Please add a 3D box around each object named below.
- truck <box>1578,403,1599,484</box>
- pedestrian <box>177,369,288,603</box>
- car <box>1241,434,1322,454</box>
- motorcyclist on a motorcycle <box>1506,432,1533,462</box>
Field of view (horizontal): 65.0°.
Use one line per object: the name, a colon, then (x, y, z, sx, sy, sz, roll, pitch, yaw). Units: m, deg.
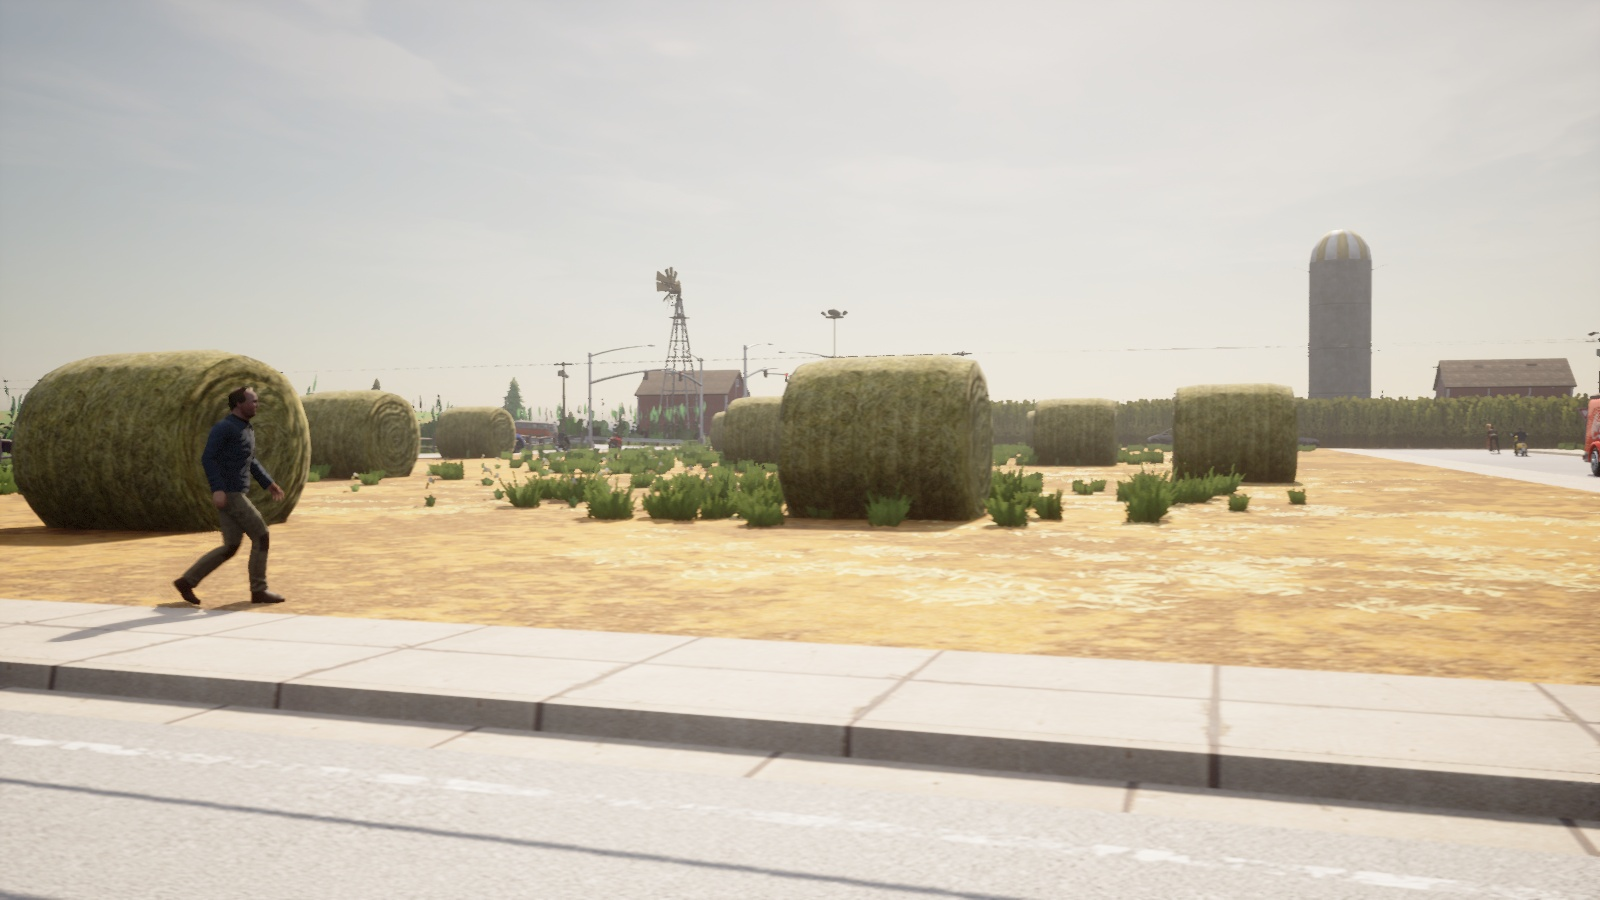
truck: (25.601, -0.194, 37.656, 2.627, 2.467, 5.204, 0, 1, 17)
pedestrian: (-4.562, 0.282, 10.123, 0.726, 1.842, 0.402, 0, 1, -8)
car: (34.614, -0.439, 90.462, 5.357, 1.411, 2.033, 1, 1, 19)
motorcyclist on a motorcycle: (38.784, -0.162, 67.689, 0.866, 1.590, 1.817, 1, 1, 18)
